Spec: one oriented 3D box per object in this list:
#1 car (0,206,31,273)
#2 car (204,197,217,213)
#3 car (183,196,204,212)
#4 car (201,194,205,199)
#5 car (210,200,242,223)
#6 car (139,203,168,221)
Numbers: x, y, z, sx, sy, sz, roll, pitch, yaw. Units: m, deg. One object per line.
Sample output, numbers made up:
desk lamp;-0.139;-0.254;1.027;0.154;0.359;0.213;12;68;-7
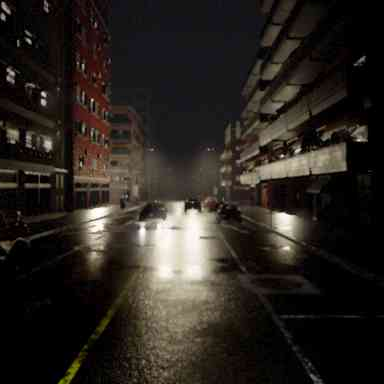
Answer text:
car;-5.707;1.306;7.779;2.192;1.841;5.009;-1;0;0
car;2.665;1.511;36.203;1.887;1.381;4.507;-1;0;0
car;0.085;1.469;37.659;1.837;1.490;4.892;0;0;0
car;2.659;1.399;47.572;1.967;1.590;4.097;-1;0;0
car;2.670;1.526;24.833;2.008;1.369;4.403;-1;0;0
car;-3.012;1.541;26.721;1.994;1.385;4.181;0;0;0
